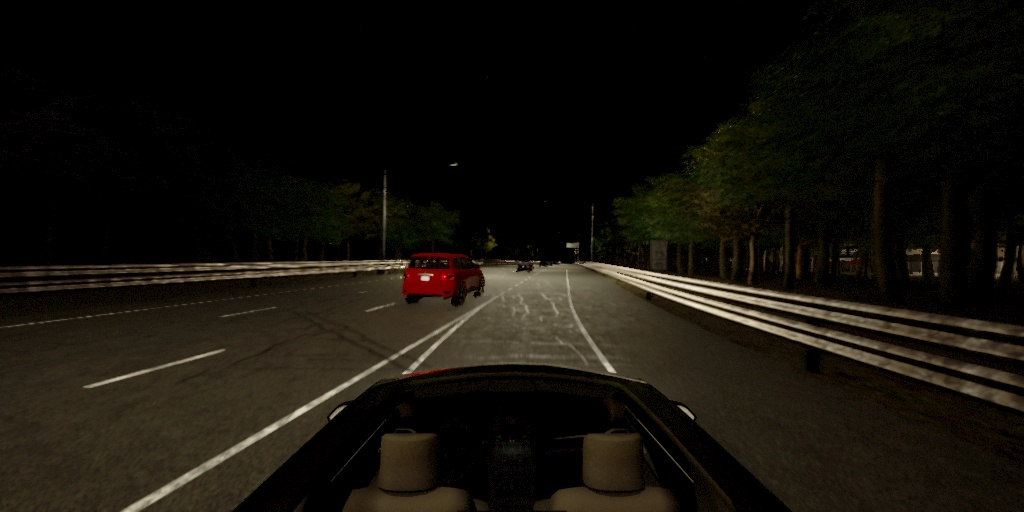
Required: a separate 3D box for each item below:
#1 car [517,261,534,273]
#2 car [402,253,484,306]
[{"bbox_3d":[1.751,1.378,46.427,2.033,1.411,5.357,1,0,8],"label":"car"},{"bbox_3d":[-2.765,0.923,15.655,2.150,2.045,5.566,1,0,8],"label":"car"}]
